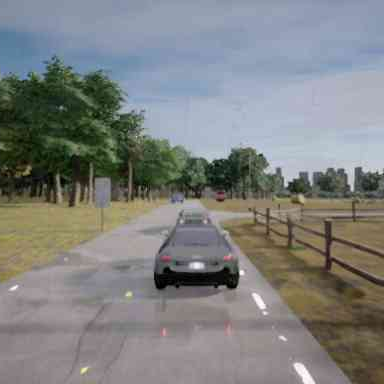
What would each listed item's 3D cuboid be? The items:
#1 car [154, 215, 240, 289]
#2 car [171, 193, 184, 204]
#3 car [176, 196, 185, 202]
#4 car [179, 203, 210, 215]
[{"bbox_3d":[0.099,1.545,9.105,1.994,1.385,4.181,0,0,0],"label":"car"},{"bbox_3d":[-2.771,1.298,64.398,2.150,2.045,5.566,0,0,0],"label":"car"},{"bbox_3d":[-2.754,1.696,80.694,2.033,1.411,5.357,0,0,0],"label":"car"},{"bbox_3d":[0.131,1.573,19.558,1.895,1.301,4.718,0,0,1],"label":"car"}]
